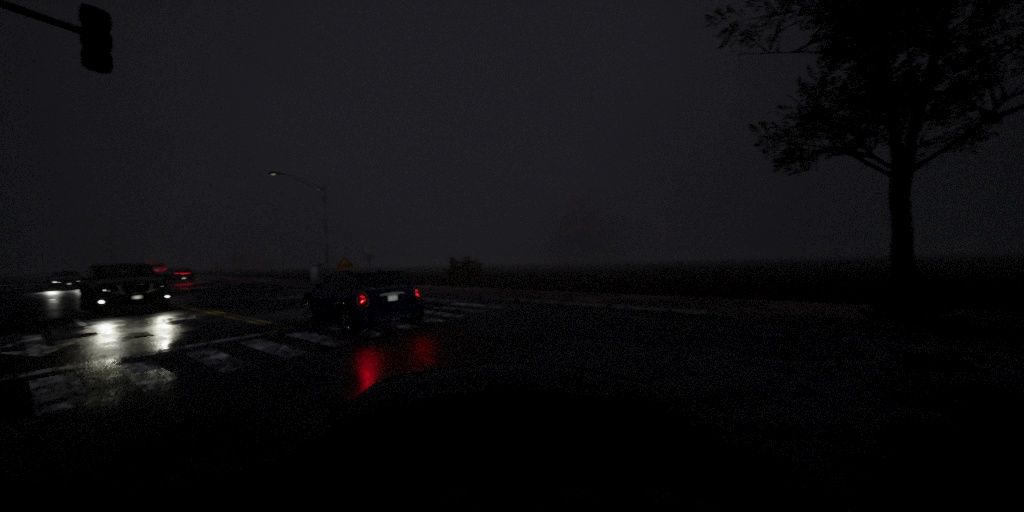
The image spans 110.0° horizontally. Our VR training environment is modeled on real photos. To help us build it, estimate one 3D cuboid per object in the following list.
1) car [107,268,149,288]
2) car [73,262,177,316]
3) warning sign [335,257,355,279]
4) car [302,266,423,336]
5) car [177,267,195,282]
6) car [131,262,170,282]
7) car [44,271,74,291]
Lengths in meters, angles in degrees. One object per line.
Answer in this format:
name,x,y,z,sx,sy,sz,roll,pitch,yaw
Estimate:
car,-33.992,1.860,31.678,5.008,1.535,1.882,-1,1,35
car,-17.007,1.309,15.673,5.566,2.045,2.150,-1,1,35
warning sign,-10.536,0.983,22.701,1.060,1.860,1.300,0,0,35
car,-4.732,1.171,11.079,4.553,1.767,2.097,-1,1,44
car,-32.107,1.818,34.323,4.892,1.490,1.837,-1,1,35
car,-40.449,1.694,40.083,5.566,2.045,2.150,-1,1,35
car,-36.581,1.972,29.410,4.892,1.490,1.837,-2,0,35
